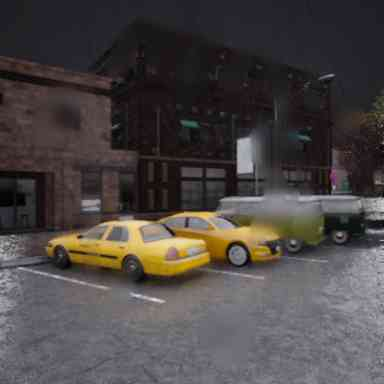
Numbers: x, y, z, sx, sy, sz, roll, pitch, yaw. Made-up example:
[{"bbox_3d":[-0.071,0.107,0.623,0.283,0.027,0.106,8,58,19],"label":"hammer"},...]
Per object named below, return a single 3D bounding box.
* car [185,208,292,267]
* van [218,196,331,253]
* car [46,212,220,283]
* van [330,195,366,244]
[{"bbox_3d":[0.488,1.445,11.311,5.008,1.535,2.097,-1,-1,34],"label":"car"},{"bbox_3d":[2.801,1.182,13.137,4.442,1.987,1.878,-1,0,34],"label":"van"},{"bbox_3d":[-2.085,1.476,9.633,5.366,1.575,1.946,-1,0,34],"label":"car"},{"bbox_3d":[5.220,1.143,14.912,4.442,1.987,1.878,-1,0,34],"label":"van"}]
